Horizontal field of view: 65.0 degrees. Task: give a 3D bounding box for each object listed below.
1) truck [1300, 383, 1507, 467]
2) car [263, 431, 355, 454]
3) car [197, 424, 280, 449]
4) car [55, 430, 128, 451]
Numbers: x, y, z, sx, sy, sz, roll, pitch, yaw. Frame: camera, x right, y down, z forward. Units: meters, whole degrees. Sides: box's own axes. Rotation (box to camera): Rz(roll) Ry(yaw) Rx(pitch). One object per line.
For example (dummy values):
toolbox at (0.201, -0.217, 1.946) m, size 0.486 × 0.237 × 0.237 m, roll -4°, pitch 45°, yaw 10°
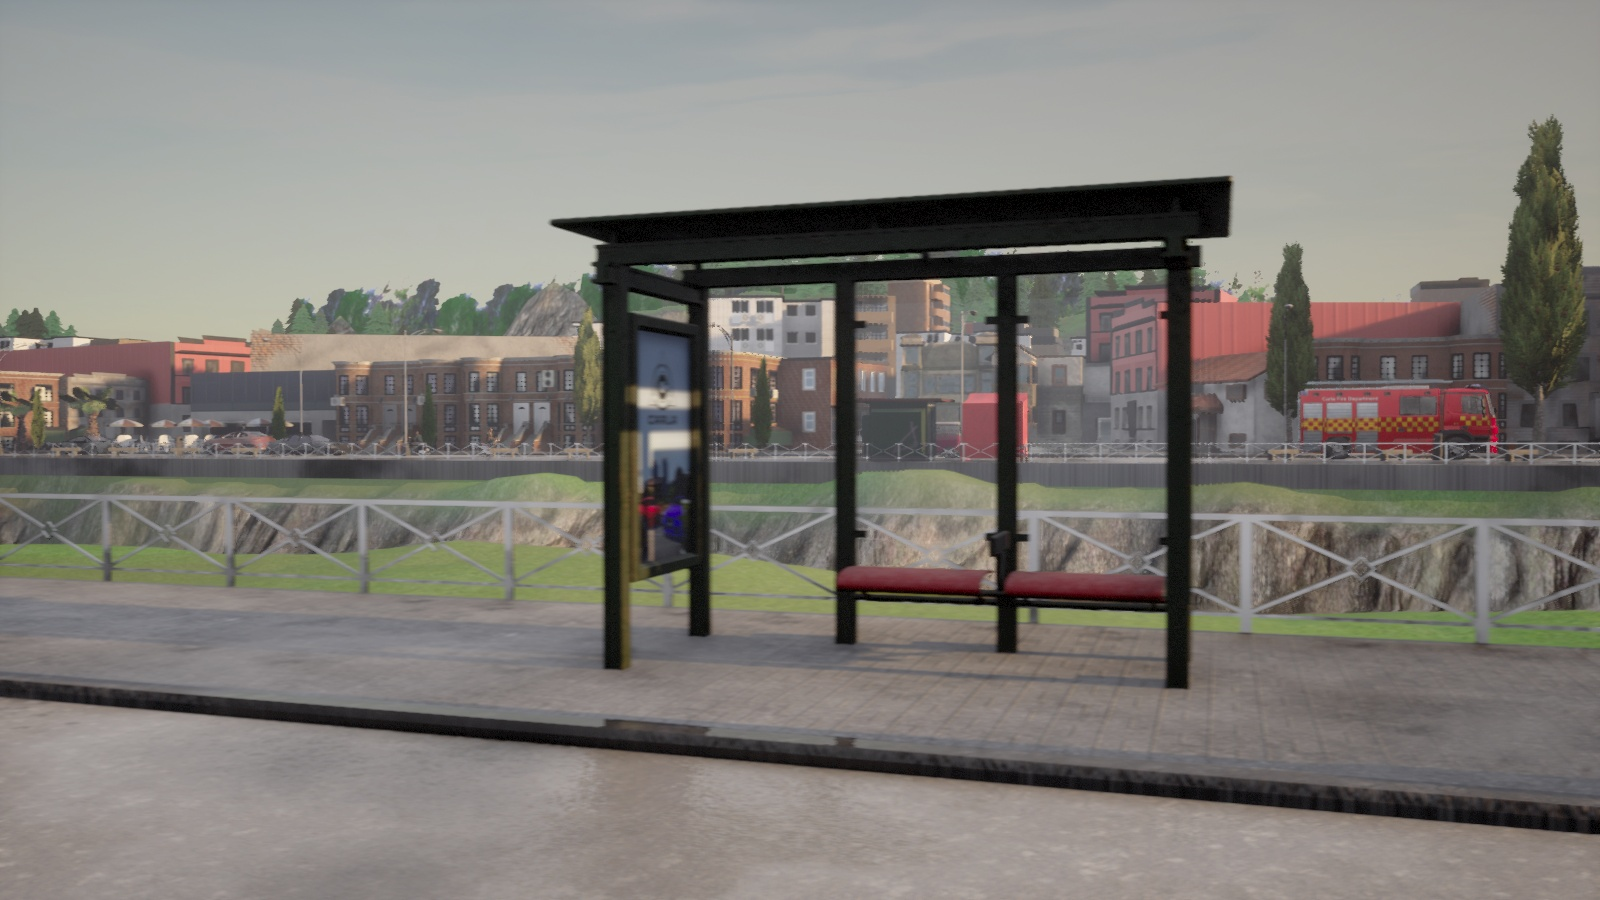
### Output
truck at (28.263, -1.181, 59.299) m, size 8.468 × 3.827 × 2.891 m, roll 1°, pitch 1°, yaw 19°
car at (-30.995, -0.511, 79.234) m, size 5.357 × 1.411 × 2.033 m, roll 1°, pitch 1°, yaw 19°
car at (-38.428, -0.916, 85.947) m, size 5.027 × 1.651 × 2.152 m, roll 1°, pitch 1°, yaw 19°
car at (-47.917, -0.650, 84.921) m, size 4.181 × 1.385 × 1.994 m, roll 1°, pitch 1°, yaw 19°
